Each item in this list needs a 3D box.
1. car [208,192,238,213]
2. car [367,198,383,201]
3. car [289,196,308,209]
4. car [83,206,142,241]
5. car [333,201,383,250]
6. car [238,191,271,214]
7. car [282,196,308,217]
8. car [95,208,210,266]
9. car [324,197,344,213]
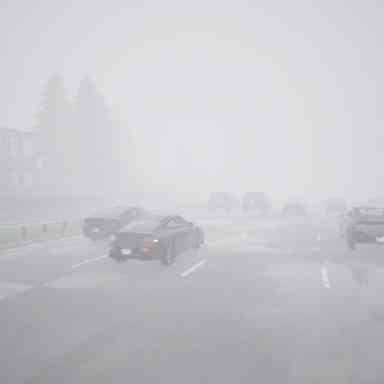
[{"bbox_3d":[3.324,0.967,34.040,2.150,2.045,5.566,0,0,20],"label":"car"},{"bbox_3d":[16.975,1.244,30.629,1.895,1.301,4.718,0,0,20],"label":"car"},{"bbox_3d":[12.370,1.197,38.552,1.994,1.385,4.181,0,0,19],"label":"car"},{"bbox_3d":[-3.112,1.402,15.996,1.882,1.535,5.008,0,0,20],"label":"car"},{"bbox_3d":[7.063,1.340,13.268,2.128,1.511,4.902,0,0,20],"label":"car"},{"bbox_3d":[6.218,0.956,31.731,2.150,2.045,5.566,0,0,20],"label":"car"},{"bbox_3d":[8.746,1.259,28.405,1.812,1.442,4.674,0,1,20],"label":"car"},{"bbox_3d":[-1.039,1.462,11.386,1.812,1.442,4.674,0,0,20],"label":"car"},{"bbox_3d":[13.586,1.216,31.551,2.033,1.411,5.357,0,0,20],"label":"car"}]
